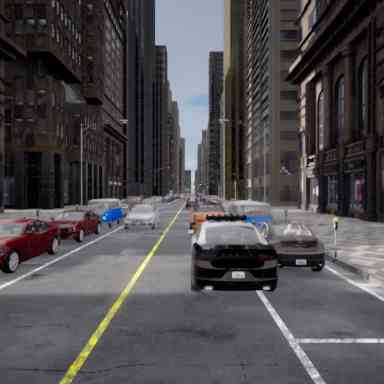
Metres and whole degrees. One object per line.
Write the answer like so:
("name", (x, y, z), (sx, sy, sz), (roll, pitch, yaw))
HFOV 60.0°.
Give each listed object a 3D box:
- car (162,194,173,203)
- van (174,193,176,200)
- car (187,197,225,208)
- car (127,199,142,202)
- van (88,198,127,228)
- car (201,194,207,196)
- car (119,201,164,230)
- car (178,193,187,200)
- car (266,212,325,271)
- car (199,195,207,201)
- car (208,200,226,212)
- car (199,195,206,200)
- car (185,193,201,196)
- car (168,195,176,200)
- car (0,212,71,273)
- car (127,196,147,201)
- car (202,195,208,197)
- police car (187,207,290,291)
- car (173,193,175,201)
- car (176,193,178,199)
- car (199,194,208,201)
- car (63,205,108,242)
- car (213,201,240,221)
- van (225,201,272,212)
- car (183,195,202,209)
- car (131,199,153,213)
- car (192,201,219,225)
("car", (-5.651, 1.614, 72.443), (1.802, 1.307, 4.206), (0, 0, 0))
("van", (-5.634, 1.383, 83.680), (1.690, 1.788, 3.998), (0, 0, 0))
("car", (0.929, 1.354, 18.978), (2.097, 1.767, 4.553), (0, 0, 0))
("car", (-5.720, 1.557, 27.495), (2.008, 1.369, 4.403), (0, 0, 0))
("van", (-5.728, 1.345, 21.877), (1.690, 1.788, 3.998), (0, 0, 0))
("car", (2.857, 1.589, 61.207), (1.947, 1.339, 4.313), (0, 0, 0))
("car", (-3.078, 1.530, 21.287), (1.812, 1.442, 4.674), (0, 0, 0))
("car", (-2.857, 1.575, 92.669), (1.812, 1.442, 4.674), (0, 0, 0))
("car", (2.780, 1.552, 10.638), (2.008, 1.369, 4.403), (0, 0, 0))
("car", (2.900, 1.613, 89.301), (1.947, 1.339, 4.313), (0, 0, 0))
("car", (2.823, 1.591, 38.732), (1.802, 1.307, 4.206), (0, 0, 0))
("car", (2.908, 1.603, 94.920), (2.008, 1.369, 4.403), (0, 0, 0))
("car", (0.092, 1.499, 59.429), (1.882, 1.535, 5.008), (0, 0, 0))
("car", (-5.617, 1.618, 94.916), (1.947, 1.339, 4.313), (0, 0, 0))
("car", (-5.745, 1.546, 10.640), (1.887, 1.381, 4.507), (0, 0, 0))
("car", (-5.711, 1.322, 33.114), (2.192, 1.841, 5.009), (0, 0, 0))
("car", (2.840, 1.539, 50.140), (1.752, 1.417, 4.829), (0, 0, 0))
("police car", (0.915, 1.426, 9.118), (1.930, 1.638, 5.238), (0, 0, 0))
("car", (-5.642, 1.603, 78.061), (1.947, 1.339, 4.313), (0, 0, 0))
("car", (-5.625, 1.591, 89.298), (1.887, 1.381, 4.507), (0, 0, 0))
("car", (2.891, 1.357, 83.682), (2.192, 1.841, 5.009), (0, 0, 0))
("car", (-5.737, 1.547, 16.259), (1.887, 1.381, 4.507), (0, 0, 0))
("car", (2.806, 1.531, 27.665), (1.752, 1.417, 4.829), (0, 0, 0))
("van", (2.788, 1.344, 16.257), (1.690, 1.788, 3.998), (0, 0, 0))
("car", (0.091, 1.537, 45.854), (1.812, 1.442, 4.674), (0, 0, 1))
("car", (-5.703, 1.534, 38.563), (1.752, 1.417, 4.829), (0, 0, 0))
("car", (0.939, 1.511, 25.008), (1.837, 1.490, 4.892), (0, 0, 0))
